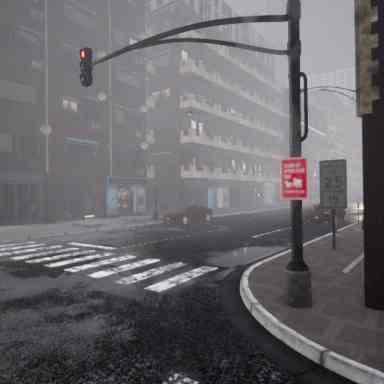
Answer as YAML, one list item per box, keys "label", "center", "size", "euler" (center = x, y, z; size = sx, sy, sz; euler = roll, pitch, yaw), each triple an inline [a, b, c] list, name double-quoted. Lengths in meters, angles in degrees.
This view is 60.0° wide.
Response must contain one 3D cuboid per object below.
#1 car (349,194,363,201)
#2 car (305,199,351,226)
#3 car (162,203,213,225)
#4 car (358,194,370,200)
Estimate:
- label: "car"
  center: [35.410, 1.297, 72.298]
  size: [1.802, 1.307, 4.206]
  euler: [-1, 0, 36]
- label: "car"
  center: [8.673, 1.373, 21.450]
  size: [1.887, 1.381, 4.507]
  euler: [-1, 0, 36]
- label: "car"
  center: [-0.254, 1.519, 23.836]
  size: [1.887, 1.381, 4.507]
  euler: [-1, 0, 36]
- label: "car"
  center: [42.127, 1.235, 81.465]
  size: [1.947, 1.339, 4.313]
  euler: [-1, 0, 36]
